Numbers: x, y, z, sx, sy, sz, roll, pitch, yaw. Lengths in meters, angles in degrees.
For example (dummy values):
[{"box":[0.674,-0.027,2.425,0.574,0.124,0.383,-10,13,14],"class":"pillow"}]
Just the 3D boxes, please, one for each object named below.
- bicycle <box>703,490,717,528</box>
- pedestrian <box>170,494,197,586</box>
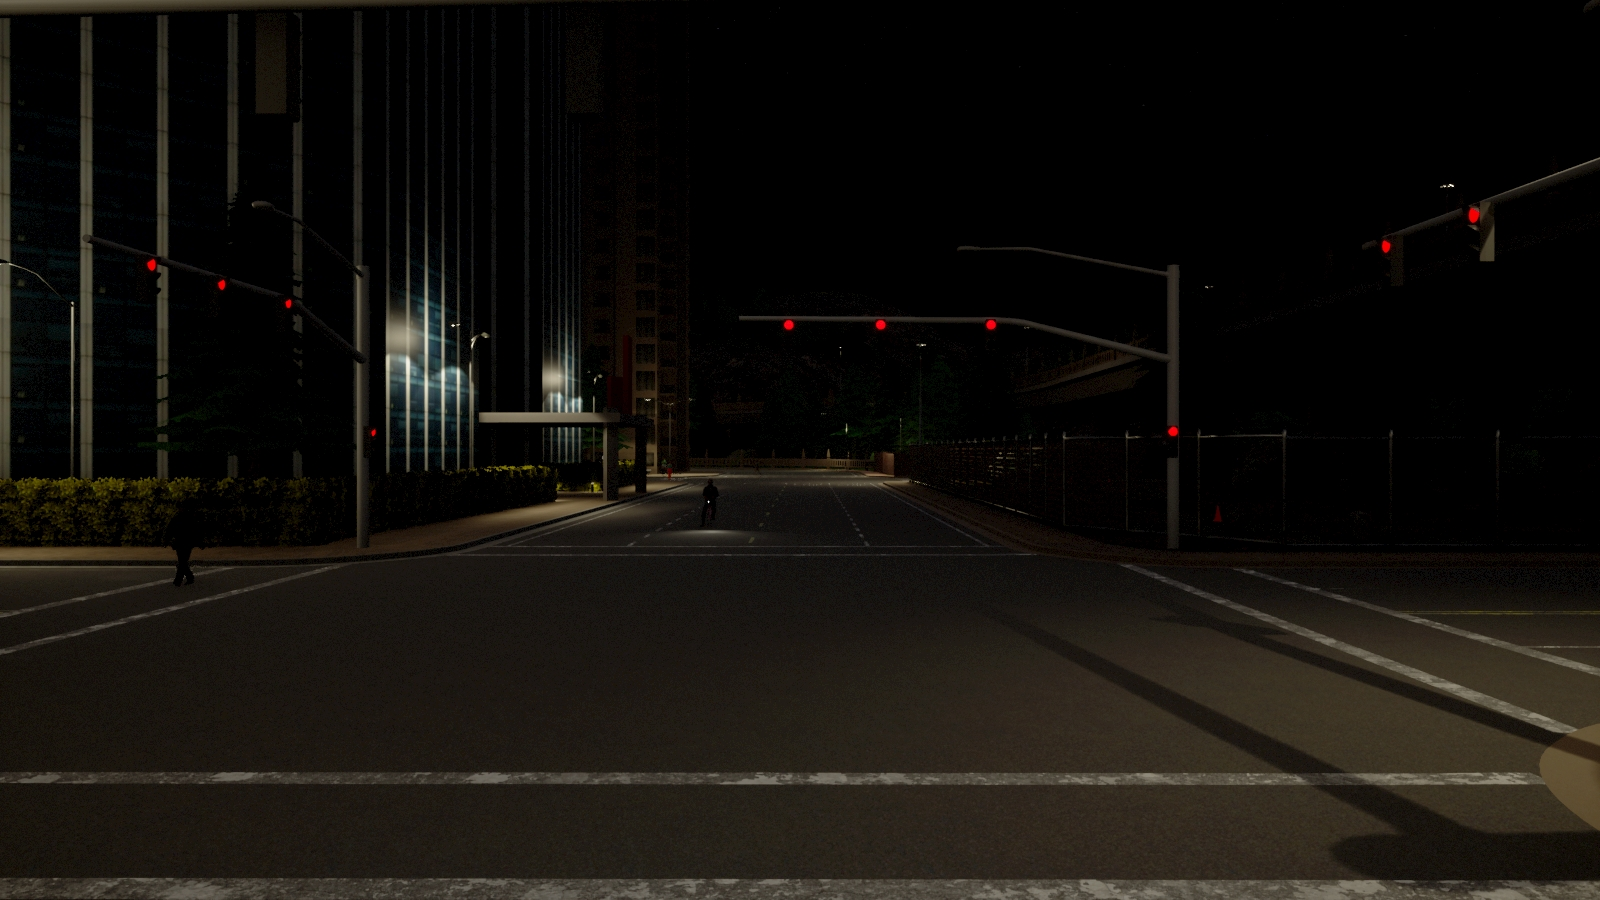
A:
[{"box":[-3.204,2.105,40.751,0.329,1.271,1.835,0,0,0],"class":"bicycle"},{"box":[-12.736,1.848,23.602,0.375,1.860,0.375,0,0,-6],"class":"pedestrian"}]
